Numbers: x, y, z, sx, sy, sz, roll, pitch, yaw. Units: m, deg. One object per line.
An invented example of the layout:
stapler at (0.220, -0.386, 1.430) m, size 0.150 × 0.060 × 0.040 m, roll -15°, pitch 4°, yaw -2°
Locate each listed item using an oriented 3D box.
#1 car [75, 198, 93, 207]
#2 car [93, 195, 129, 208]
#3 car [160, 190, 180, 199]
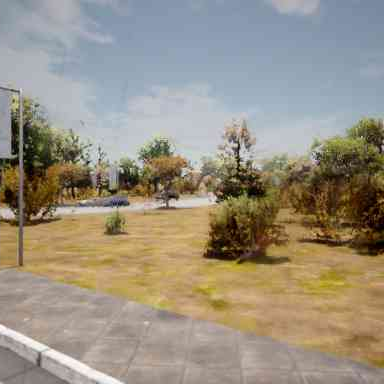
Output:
car at (-14.856, 1.548, 49.139) m, size 1.895 × 1.301 × 4.718 m, roll 0°, pitch 0°, yaw 39°
car at (-11.319, 1.289, 47.954) m, size 2.097 × 1.767 × 4.553 m, roll 0°, pitch 0°, yaw 39°
car at (-4.541, 0.659, 61.984) m, size 2.150 × 2.045 × 5.566 m, roll 0°, pitch 1°, yaw 37°
